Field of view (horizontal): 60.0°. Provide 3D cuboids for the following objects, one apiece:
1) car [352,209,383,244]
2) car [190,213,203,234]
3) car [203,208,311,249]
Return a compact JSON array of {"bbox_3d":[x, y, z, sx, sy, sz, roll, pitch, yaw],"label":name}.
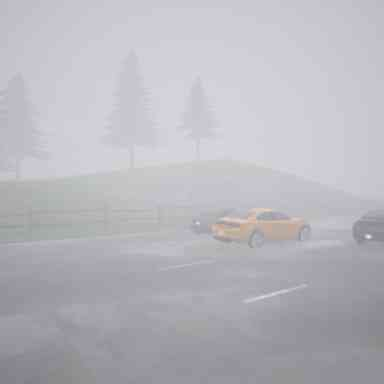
[{"bbox_3d":[8.856,1.484,14.368,4.892,1.490,1.837,0,0,-35],"label":"car"},{"bbox_3d":[1.946,1.548,18.034,4.181,1.385,1.994,0,0,-36],"label":"car"},{"bbox_3d":[3.168,1.463,14.611,5.008,1.535,1.882,0,0,-35],"label":"car"}]
